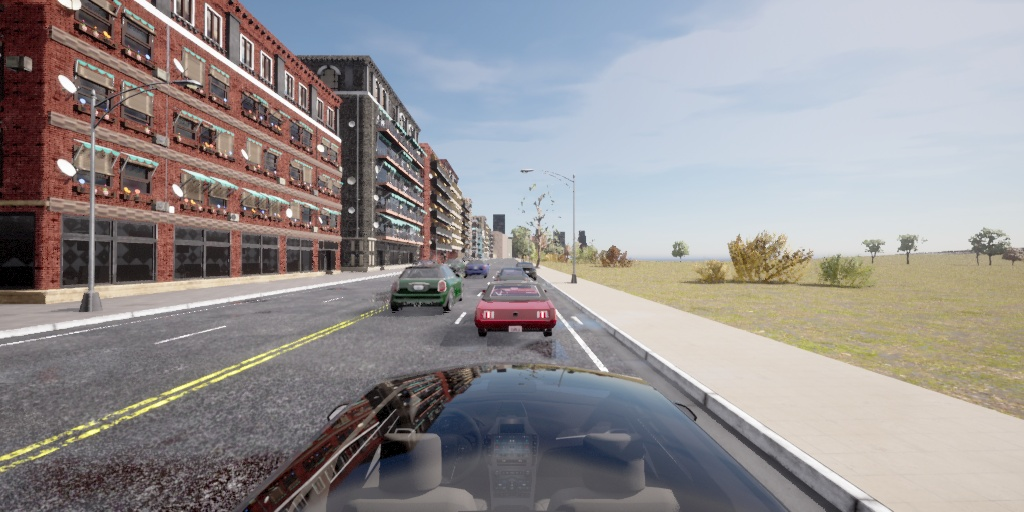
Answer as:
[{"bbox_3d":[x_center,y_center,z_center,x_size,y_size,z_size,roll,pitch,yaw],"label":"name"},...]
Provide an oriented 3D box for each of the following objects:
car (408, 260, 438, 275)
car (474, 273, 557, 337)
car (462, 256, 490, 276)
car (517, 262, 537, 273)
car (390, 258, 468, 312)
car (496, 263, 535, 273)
[{"bbox_3d":[-9.967,1.245,40.455,2.128,1.511,4.902,0,0,0],"label":"car"},{"bbox_3d":[0.075,1.352,10.274,1.895,1.301,4.718,0,0,0],"label":"car"},{"bbox_3d":[-3.244,1.105,34.324,2.097,1.767,4.553,0,0,0],"label":"car"},{"bbox_3d":[1.052,1.259,30.298,1.837,1.490,4.892,0,0,0],"label":"car"},{"bbox_3d":[-3.188,1.104,14.305,2.097,1.767,4.553,0,0,0],"label":"car"},{"bbox_3d":[0.036,1.317,20.305,1.994,1.385,4.181,0,0,0],"label":"car"}]
